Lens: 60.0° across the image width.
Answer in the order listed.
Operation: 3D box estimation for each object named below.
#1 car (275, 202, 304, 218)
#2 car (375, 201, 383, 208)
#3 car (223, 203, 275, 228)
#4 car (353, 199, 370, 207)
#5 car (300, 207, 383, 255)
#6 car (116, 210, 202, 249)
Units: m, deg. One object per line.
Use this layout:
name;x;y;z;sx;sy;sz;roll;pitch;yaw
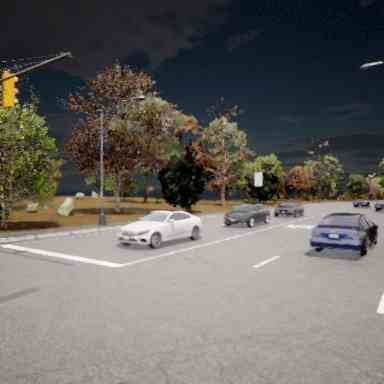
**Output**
car;9.122;1.608;31.141;1.994;1.385;4.181;0;0;31
car;23.143;1.694;39.928;1.895;1.301;4.718;0;0;32
car;3.833;1.530;22.782;1.837;1.490;4.892;0;0;32
car;25.916;1.777;50.821;1.895;1.301;4.718;0;-1;33
car;6.261;1.552;13.418;2.033;1.411;5.357;0;0;35
car;-1.284;1.549;15.016;1.812;1.442;4.674;0;0;34
